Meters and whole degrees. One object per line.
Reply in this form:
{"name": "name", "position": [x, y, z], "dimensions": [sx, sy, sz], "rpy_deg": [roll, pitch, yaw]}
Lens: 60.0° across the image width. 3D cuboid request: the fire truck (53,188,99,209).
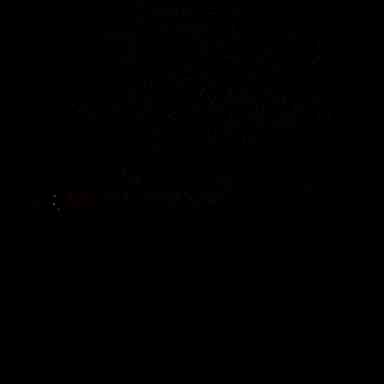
{"name": "fire truck", "position": [-21.937, 1.156, 63.576], "dimensions": [2.891, 3.827, 8.468], "rpy_deg": [0, -1, 35]}
